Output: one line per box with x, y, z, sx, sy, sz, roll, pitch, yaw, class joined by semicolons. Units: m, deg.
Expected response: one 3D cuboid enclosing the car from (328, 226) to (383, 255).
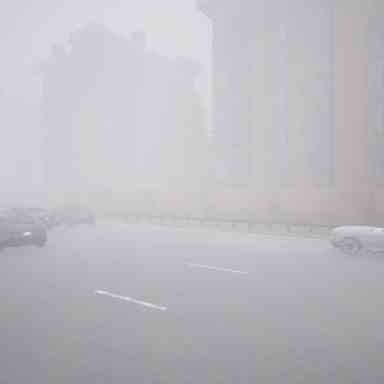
7.380;1.601;11.625;4.718;1.301;1.895;0;0;35;car

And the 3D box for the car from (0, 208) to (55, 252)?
-7.952;1.565;13.955;4.181;1.385;1.994;0;0;36;car

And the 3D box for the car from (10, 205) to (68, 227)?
-10.005;1.547;19.714;5.357;1.411;2.033;0;0;35;car

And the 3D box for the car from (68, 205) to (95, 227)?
-8.622;1.564;23.029;4.181;1.385;1.994;0;0;35;car
